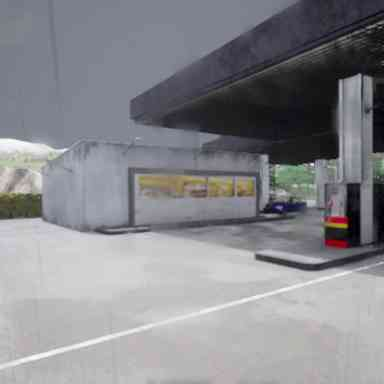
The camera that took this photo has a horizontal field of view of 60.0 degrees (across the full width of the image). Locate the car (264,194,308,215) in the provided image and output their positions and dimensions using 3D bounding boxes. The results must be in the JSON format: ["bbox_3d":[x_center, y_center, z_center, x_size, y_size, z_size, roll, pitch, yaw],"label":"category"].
[{"bbox_3d":[8.836,1.290,31.323,4.611,1.667,2.242,-1,0,-36],"label":"car"}]
